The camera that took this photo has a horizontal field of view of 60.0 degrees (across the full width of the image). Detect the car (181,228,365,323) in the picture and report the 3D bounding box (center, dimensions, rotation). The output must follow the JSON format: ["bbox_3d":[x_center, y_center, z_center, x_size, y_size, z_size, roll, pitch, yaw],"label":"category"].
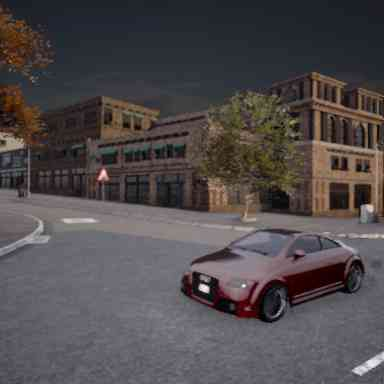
[{"bbox_3d":[1.841,1.519,7.147,4.181,1.385,1.994,-1,1,-36],"label":"car"}]
